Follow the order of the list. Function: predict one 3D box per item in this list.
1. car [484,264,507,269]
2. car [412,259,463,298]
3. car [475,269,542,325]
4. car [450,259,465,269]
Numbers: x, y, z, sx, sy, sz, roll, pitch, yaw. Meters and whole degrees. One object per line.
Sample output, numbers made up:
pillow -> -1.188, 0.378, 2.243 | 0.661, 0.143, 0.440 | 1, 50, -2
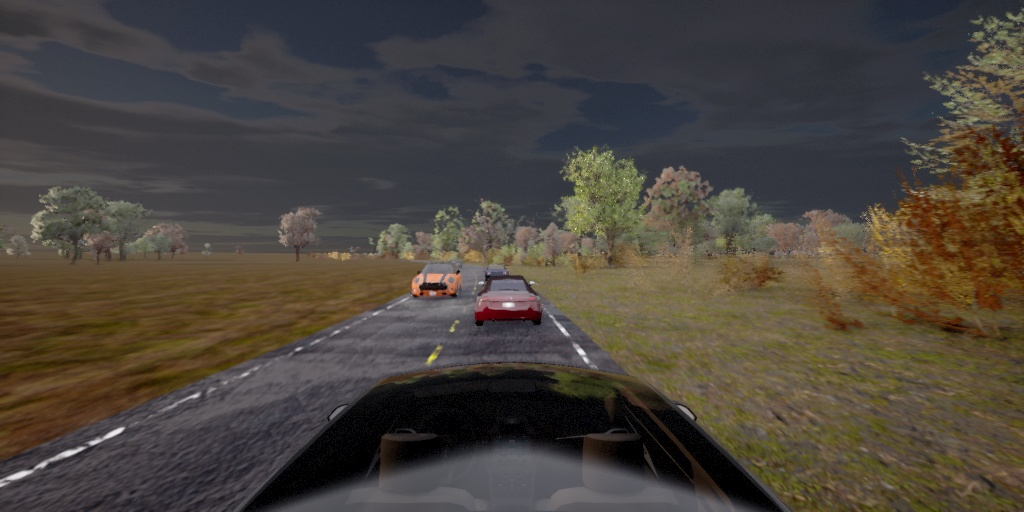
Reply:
car -> -1.377, 1.350, 29.656 | 1.895, 1.301, 4.718 | 0, 0, -6
car -> -3.692, 1.107, 18.350 | 2.097, 1.767, 4.553 | 0, 0, -4
car -> -0.161, 1.314, 11.852 | 1.994, 1.385, 4.181 | 0, 0, -2
car -> -8.939, 1.243, 58.391 | 2.128, 1.511, 4.902 | 0, 0, -11
